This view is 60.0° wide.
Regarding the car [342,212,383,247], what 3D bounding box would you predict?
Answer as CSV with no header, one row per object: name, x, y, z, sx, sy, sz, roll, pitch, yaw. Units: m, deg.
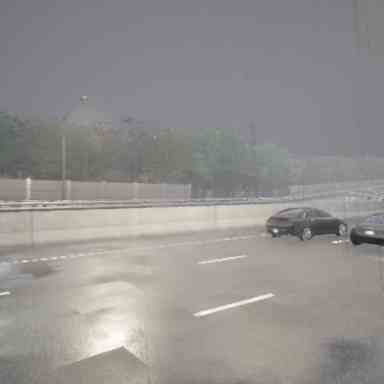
car,8.580,1.563,14.138,4.181,1.385,1.994,0,0,-35

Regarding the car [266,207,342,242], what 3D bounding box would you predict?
car,5.758,1.504,16.427,4.892,1.490,1.837,0,0,-35

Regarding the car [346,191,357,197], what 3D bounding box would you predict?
car,40.956,0.589,85.166,1.812,1.442,4.674,0,2,39
